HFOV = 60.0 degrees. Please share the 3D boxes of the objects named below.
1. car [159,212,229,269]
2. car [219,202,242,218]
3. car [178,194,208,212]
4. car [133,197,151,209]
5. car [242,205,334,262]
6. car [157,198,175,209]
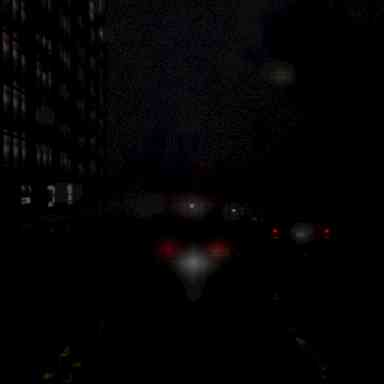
[{"bbox_3d":[0.070,1.569,11.043,1.895,1.301,4.718,0,0,1],"label":"car"},{"bbox_3d":[3.342,1.485,27.933,1.994,1.385,4.181,0,0,0],"label":"car"},{"bbox_3d":[0.085,1.149,26.397,2.150,2.045,5.566,0,0,0],"label":"car"},{"bbox_3d":[-6.541,1.371,43.757,2.128,1.511,4.902,0,0,0],"label":"car"},{"bbox_3d":[3.327,1.317,12.131,2.097,1.767,4.553,0,0,0],"label":"car"},{"bbox_3d":[-3.297,1.445,42.920,1.994,1.385,4.181,0,0,0],"label":"car"}]
